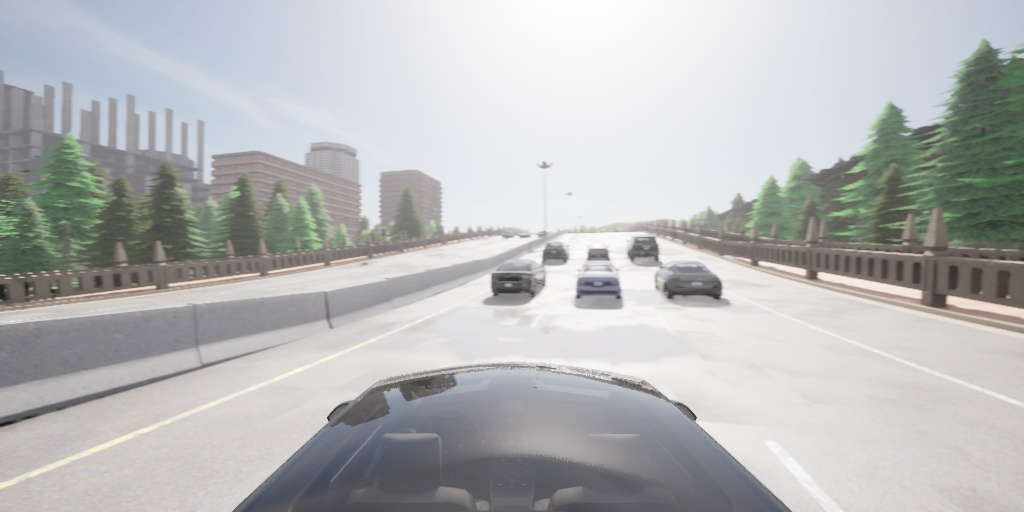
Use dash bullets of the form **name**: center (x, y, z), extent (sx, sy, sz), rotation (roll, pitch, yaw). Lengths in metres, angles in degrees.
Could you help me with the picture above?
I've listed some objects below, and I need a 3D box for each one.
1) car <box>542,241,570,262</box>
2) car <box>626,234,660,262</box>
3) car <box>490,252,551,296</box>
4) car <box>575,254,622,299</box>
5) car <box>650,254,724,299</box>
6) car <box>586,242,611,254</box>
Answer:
- **car**: center (3.849, -0.536, 31.013), extent (2.097, 1.767, 4.553), rotation (-1, 6, 14)
- **car**: center (10.631, -0.761, 29.296), extent (2.150, 2.045, 5.566), rotation (-1, 6, 14)
- **car**: center (0.438, 0.865, 16.806), extent (1.882, 1.535, 5.008), rotation (-1, 3, 14)
- **car**: center (3.732, 0.912, 15.547), extent (2.033, 1.411, 5.357), rotation (-1, 3, 14)
- **car**: center (7.195, 0.865, 14.981), extent (1.994, 1.385, 4.181), rotation (-1, 3, 14)
- **car**: center (7.297, -0.462, 30.374), extent (2.128, 1.511, 4.902), rotation (-1, 6, 14)
